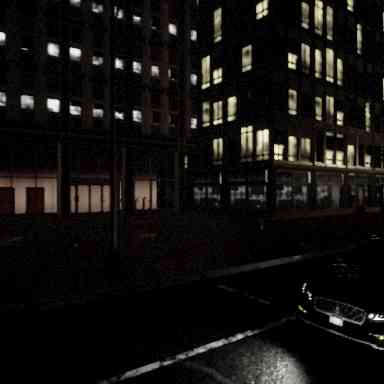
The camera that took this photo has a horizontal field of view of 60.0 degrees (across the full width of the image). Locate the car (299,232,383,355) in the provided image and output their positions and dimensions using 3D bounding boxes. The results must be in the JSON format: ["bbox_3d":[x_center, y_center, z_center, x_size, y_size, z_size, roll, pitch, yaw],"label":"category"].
[{"bbox_3d":[3.919,1.496,5.890,4.892,1.490,1.837,0,0,-35],"label":"car"}]
